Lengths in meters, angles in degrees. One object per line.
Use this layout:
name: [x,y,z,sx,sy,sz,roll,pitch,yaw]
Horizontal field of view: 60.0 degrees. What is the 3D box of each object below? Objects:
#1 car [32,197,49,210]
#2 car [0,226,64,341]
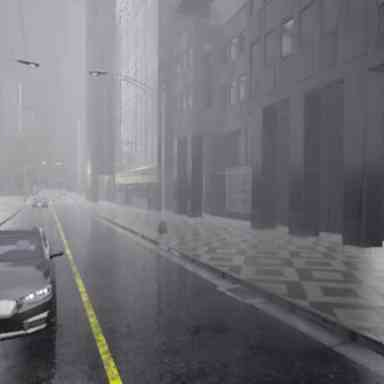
car: [-19.376,1.409,42.473,2.128,1.511,4.902,0,0,-24]
car: [-3.698,1.483,6.577,2.128,1.511,4.902,0,0,-24]
